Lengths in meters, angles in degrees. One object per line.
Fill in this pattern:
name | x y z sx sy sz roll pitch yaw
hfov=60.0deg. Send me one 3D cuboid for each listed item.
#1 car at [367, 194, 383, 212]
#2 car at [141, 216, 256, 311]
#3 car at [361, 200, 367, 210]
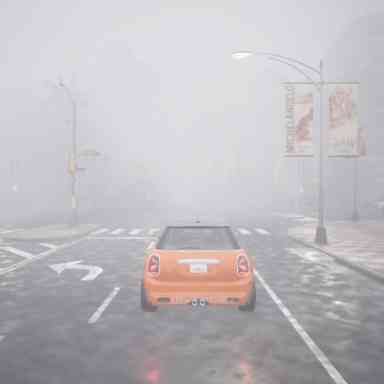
car | 22.106 1.352 36.181 4.553 1.767 2.097 0 0 1
car | 0.117 1.352 7.916 2.097 1.767 4.553 0 0 0
car | 23.235 1.221 39.676 5.566 2.045 2.150 0 0 1
